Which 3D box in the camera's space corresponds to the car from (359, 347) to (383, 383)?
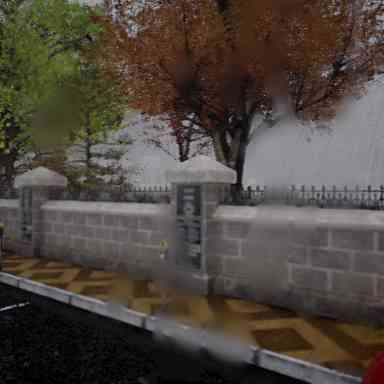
[{"bbox_3d":[3.033,1.319,0.735,5.009,1.841,2.192,0,0,35],"label":"car"}]
